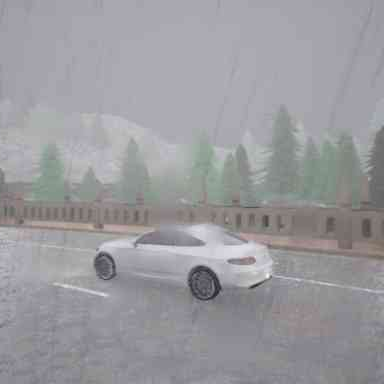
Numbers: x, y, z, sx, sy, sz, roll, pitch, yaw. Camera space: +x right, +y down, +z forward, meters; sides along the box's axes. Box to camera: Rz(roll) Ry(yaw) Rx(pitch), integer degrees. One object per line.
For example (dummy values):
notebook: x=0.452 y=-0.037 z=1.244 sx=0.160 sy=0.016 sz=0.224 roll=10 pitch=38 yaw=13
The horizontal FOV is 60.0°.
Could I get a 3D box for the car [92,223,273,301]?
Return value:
car: x=-0.380 y=1.492 z=8.178 sx=4.674 sy=1.442 sz=1.812 roll=0 pitch=0 yaw=33
